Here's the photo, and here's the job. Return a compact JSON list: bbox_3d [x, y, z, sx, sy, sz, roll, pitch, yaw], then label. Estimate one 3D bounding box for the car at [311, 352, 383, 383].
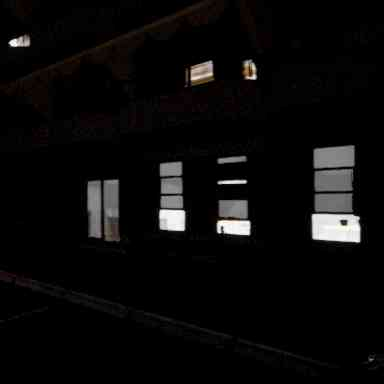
[{"bbox_3d":[2.309,1.439,1.243,4.097,1.590,1.967,0,-1,36],"label":"car"}]
